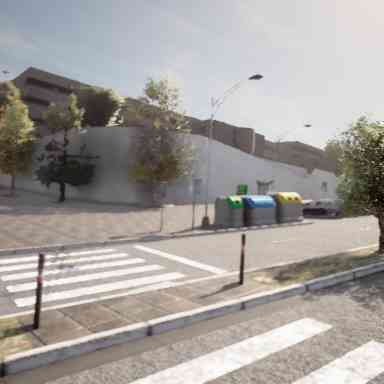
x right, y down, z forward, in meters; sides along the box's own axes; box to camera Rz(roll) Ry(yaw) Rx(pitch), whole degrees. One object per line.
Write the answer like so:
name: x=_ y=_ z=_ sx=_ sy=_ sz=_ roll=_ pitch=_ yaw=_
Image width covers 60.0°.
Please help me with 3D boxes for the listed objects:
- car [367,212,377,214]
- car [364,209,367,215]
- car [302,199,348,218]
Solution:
car: x=15.170 y=1.426 z=32.275 sx=4.674 sy=1.452 sz=2.002 roll=0 pitch=0 yaw=30
car: x=12.910 y=1.385 z=30.366 sx=4.892 sy=1.521 sz=2.231 roll=0 pitch=0 yaw=31
car: x=10.596 y=1.415 z=28.509 sx=4.792 sy=1.488 sz=2.163 roll=0 pitch=0 yaw=31
